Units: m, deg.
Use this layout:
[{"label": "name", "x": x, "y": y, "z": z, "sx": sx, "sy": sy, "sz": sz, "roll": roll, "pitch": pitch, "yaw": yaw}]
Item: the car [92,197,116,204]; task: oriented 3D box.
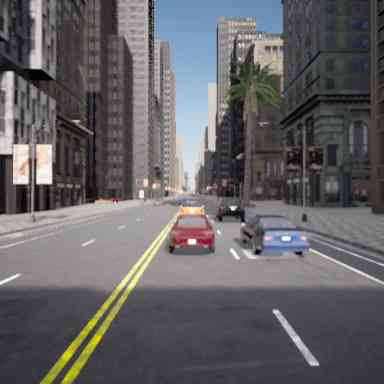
[{"label": "car", "x": -23.826, "y": 2.575, "z": 90.075, "sx": 4.829, "sy": 1.417, "sz": 1.752, "roll": -1, "pitch": 1, "yaw": 0}]

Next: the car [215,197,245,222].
[{"label": "car", "x": 3.256, "y": 1.470, "z": 29.022, "sx": 2.150, "sy": 2.045, "sz": 5.566, "roll": 0, "pitch": 0, "yaw": 0}]

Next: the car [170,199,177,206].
[{"label": "car", "x": -3.242, "y": 2.112, "z": 66.743, "sx": 1.994, "sy": 1.385, "sz": 4.181, "roll": 0, "pitch": 0, "yaw": 0}]

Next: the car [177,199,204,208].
[{"label": "car", "x": 0.007, "y": 1.604, "z": 29.074, "sx": 2.097, "sy": 1.767, "sz": 4.553, "roll": 0, "pitch": -1, "yaw": 0}]

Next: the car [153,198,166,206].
[{"label": "car", "x": -6.493, "y": 1.908, "z": 66.509, "sx": 2.097, "sy": 1.767, "sz": 4.553, "roll": 0, "pitch": -1, "yaw": 0}]

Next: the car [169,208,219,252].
[{"label": "car", "x": 0.006, "y": 1.654, "z": 14.407, "sx": 1.812, "sy": 1.442, "sz": 4.674, "roll": 0, "pitch": 0, "yaw": 0}]

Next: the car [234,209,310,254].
[{"label": "car", "x": 3.253, "y": 1.672, "z": 13.991, "sx": 2.033, "sy": 1.411, "sz": 5.357, "roll": 0, "pitch": 0, "yaw": 0}]
